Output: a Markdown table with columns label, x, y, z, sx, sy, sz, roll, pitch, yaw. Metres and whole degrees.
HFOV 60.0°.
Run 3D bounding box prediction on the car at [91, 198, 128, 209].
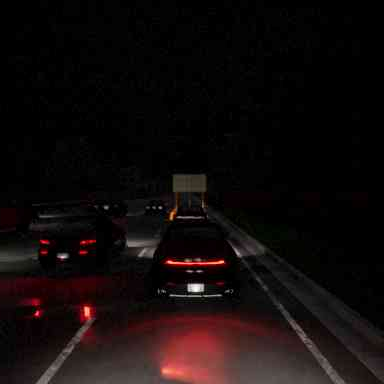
| label | x | y | z | sx | sy | sz | roll | pitch | yaw |
| --- | --- | --- | --- | --- | --- | --- | --- | --- | --- |
| car | -7.111 | 1.351 | 29.641 | 2.097 | 1.767 | 4.553 | 0 | 0 | 0 |

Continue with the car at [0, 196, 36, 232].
| label | x | y | z | sx | sy | sz | roll | pitch | yaw |
| --- | --- | --- | --- | --- | --- | --- | --- | --- | --- |
| car | -10.509 | 1.224 | 17.093 | 2.150 | 2.045 | 5.566 | 0 | 0 | 0 |

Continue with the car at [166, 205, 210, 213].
| label | x | y | z | sx | sy | sz | roll | pitch | yaw |
| --- | --- | --- | --- | --- | --- | --- | --- | --- | --- |
| car | -0.050 | 1.488 | 18.893 | 2.128 | 1.511 | 4.902 | 0 | 0 | 1 |

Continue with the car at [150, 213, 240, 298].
| label | x | y | z | sx | sy | sz | roll | pitch | yaw |
| --- | --- | --- | --- | --- | --- | --- | --- | --- | --- |
| car | 0.053 | 1.505 | 8.506 | 1.837 | 1.490 | 4.892 | 0 | 0 | 0 |

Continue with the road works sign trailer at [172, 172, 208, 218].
| label | x | y | z | sx | sy | sz | roll | pitch | yaw |
| --- | --- | --- | --- | --- | --- | --- | --- | --- | --- |
| road works sign trailer | -0.171 | 0.464 | 22.763 | 2.380 | 3.560 | 2.880 | 0 | 0 | -3 |

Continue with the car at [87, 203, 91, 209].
| label | x | y | z | sx | sy | sz | roll | pitch | yaw |
| --- | --- | --- | --- | --- | --- | --- | --- | --- | --- |
| car | -10.684 | 1.563 | 38.650 | 1.994 | 1.385 | 4.181 | 0 | 0 | 0 |

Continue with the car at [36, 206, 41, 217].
| label | x | y | z | sx | sy | sz | roll | pitch | yaw |
| --- | --- | --- | --- | --- | --- | --- | --- | --- | --- |
| car | -14.091 | 1.504 | 27.108 | 1.837 | 1.490 | 4.892 | 0 | 0 | 0 |

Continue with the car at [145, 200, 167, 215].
| label | x | y | z | sx | sy | sz | roll | pitch | yaw |
| --- | --- | --- | --- | --- | --- | --- | --- | --- | --- |
| car | -3.652 | 1.548 | 34.262 | 2.033 | 1.411 | 5.357 | 0 | 0 | 0 |

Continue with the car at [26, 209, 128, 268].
| label | x | y | z | sx | sy | sz | roll | pitch | yaw |
| --- | --- | --- | --- | --- | --- | --- | --- | --- | --- |
| car | -3.465 | 1.525 | 11.174 | 1.812 | 1.442 | 4.674 | 0 | 0 | 0 |
